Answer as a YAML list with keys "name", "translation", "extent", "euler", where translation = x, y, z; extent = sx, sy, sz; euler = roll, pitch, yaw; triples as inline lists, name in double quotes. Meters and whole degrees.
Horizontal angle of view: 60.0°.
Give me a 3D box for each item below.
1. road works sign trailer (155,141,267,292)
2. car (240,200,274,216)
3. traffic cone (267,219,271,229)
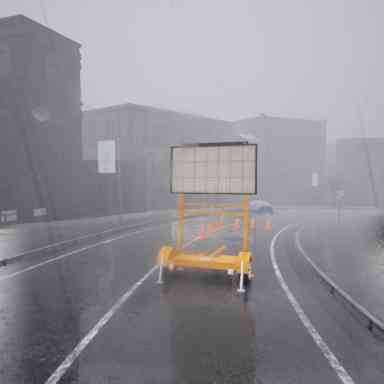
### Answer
- name: "road works sign trailer"
  translation: [0.608, 0.457, 9.147]
  extent: [2.380, 3.560, 2.880]
  euler: [1, 0, 18]
- name: "car"
  translation: [6.465, 1.509, 32.492]
  extent: [1.812, 1.442, 4.674]
  euler: [3, 1, 36]
- name: "traffic cone"
  translation: [4.834, 2.015, 21.040]
  extent: [0.340, 0.580, 0.340]
  euler: [2, 0, 14]
